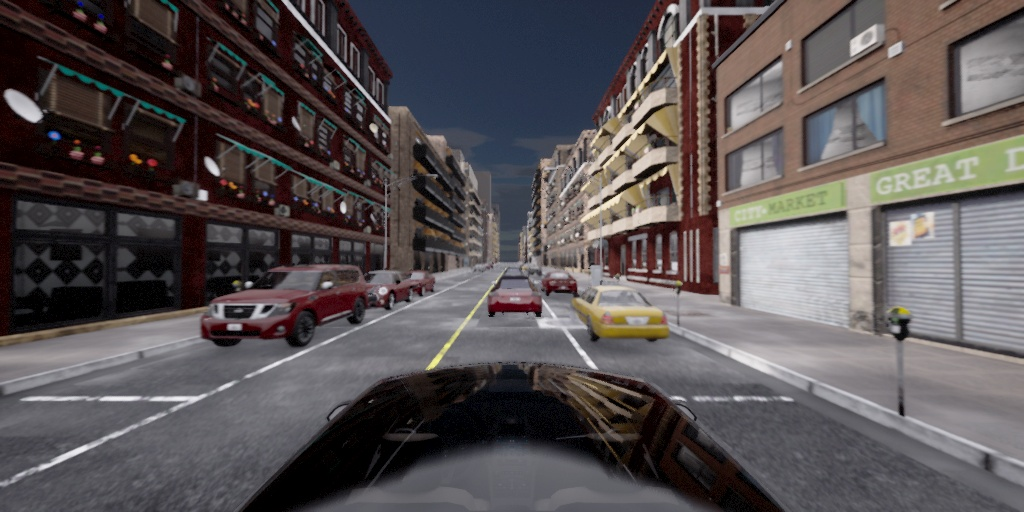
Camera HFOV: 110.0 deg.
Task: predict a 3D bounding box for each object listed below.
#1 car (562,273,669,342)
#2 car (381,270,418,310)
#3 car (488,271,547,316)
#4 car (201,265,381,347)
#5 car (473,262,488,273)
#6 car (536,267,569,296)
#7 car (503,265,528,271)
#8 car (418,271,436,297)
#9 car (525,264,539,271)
[{"bbox_3d":[2.693,1.383,10.018,1.751,1.417,4.829,0,0,0],"label":"car"},{"bbox_3d":[-5.685,1.373,15.491,1.967,1.591,4.097,0,0,0],"label":"car"},{"bbox_3d":[0.106,1.480,14.247,1.994,1.385,4.181,0,-1,0],"label":"car"},{"bbox_3d":[-5.687,1.173,9.856,2.192,1.841,5.009,0,0,0],"label":"car"},{"bbox_3d":[-5.663,2.075,60.577,2.007,1.370,4.403,0,0,0],"label":"car"},{"bbox_3d":[2.698,1.551,21.120,1.888,1.381,4.507,0,0,0],"label":"car"},{"bbox_3d":[0.115,1.705,31.330,1.994,1.385,4.181,0,-1,0],"label":"car"},{"bbox_3d":[-5.682,1.552,21.128,1.888,1.381,4.507,0,0,0],"label":"car"},{"bbox_3d":[2.709,1.853,43.662,2.007,1.370,4.403,0,0,0],"label":"car"}]
